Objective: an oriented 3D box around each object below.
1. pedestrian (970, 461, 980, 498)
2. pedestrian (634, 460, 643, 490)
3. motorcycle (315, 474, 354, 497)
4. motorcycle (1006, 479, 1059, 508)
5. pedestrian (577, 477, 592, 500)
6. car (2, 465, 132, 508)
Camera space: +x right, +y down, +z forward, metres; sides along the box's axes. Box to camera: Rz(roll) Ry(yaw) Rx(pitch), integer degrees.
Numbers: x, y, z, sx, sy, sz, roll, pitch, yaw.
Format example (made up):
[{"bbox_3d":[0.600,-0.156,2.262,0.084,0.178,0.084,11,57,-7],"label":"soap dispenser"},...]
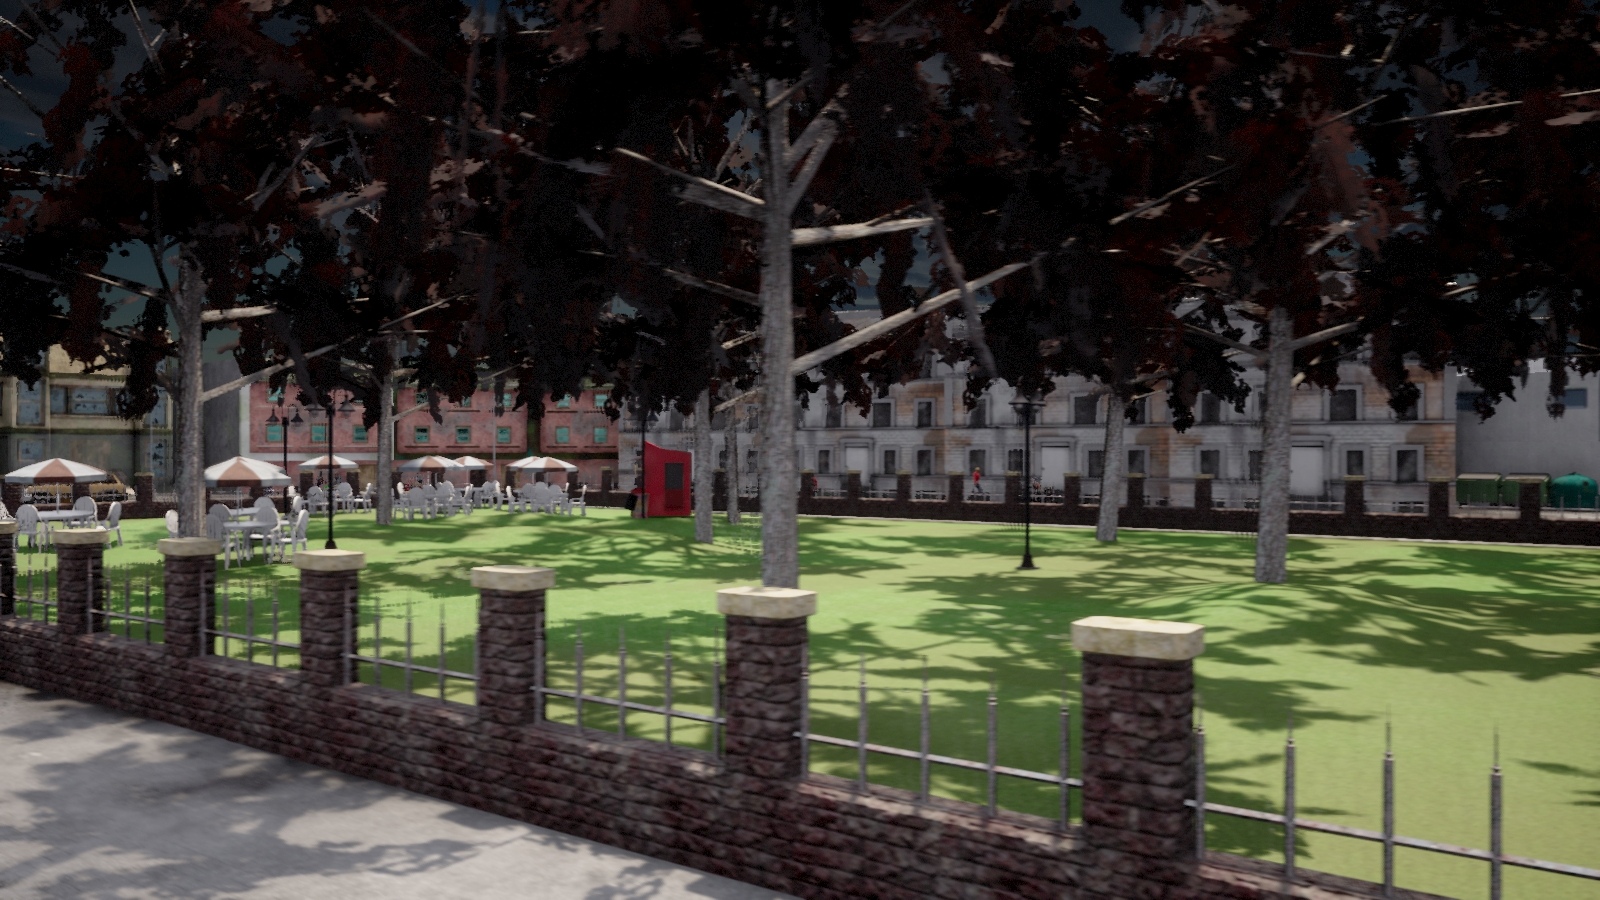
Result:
[{"bbox_3d":[9.017,1.521,58.716,0.375,1.860,0.375,0,0,36],"label":"pedestrian"},{"bbox_3d":[-9.845,1.518,69.647,0.375,1.860,0.375,0,0,19],"label":"pedestrian"},{"bbox_3d":[-25.808,1.954,63.360,0.856,1.236,1.805,0,0,38],"label":"motorcycle"},{"bbox_3d":[10.605,1.982,52.251,2.209,1.251,0.867,0,0,35],"label":"motorcycle"},{"bbox_3d":[-10.715,1.897,56.806,0.500,1.100,0.500,0,0,33],"label":"pedestrian"},{"bbox_3d":[-33.525,1.637,52.365,1.932,1.855,4.605,0,0,36],"label":"car"}]
